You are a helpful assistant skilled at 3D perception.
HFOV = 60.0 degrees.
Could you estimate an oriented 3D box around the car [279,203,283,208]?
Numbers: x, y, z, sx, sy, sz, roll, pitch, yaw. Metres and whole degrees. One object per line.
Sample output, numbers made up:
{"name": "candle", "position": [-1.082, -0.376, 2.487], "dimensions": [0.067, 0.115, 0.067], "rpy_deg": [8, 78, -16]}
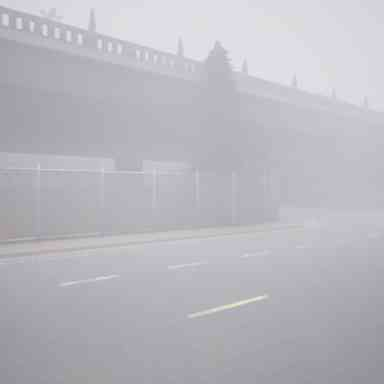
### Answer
{"name": "car", "position": [9.586, 1.517, 44.354], "dimensions": [2.033, 1.411, 5.357], "rpy_deg": [0, 0, -29]}
